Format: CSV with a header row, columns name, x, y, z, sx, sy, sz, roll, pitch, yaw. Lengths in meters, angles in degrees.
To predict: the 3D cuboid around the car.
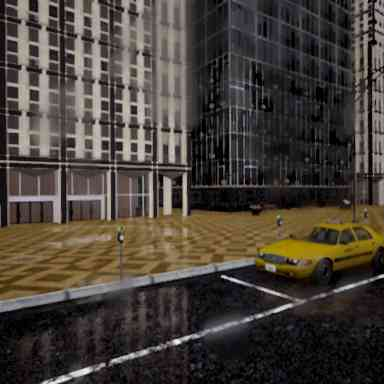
name,x,y,z,sx,sy,sz,roll,pitch,yaw
car,3.827,1.454,9.269,4.829,1.417,1.752,-1,0,-35
